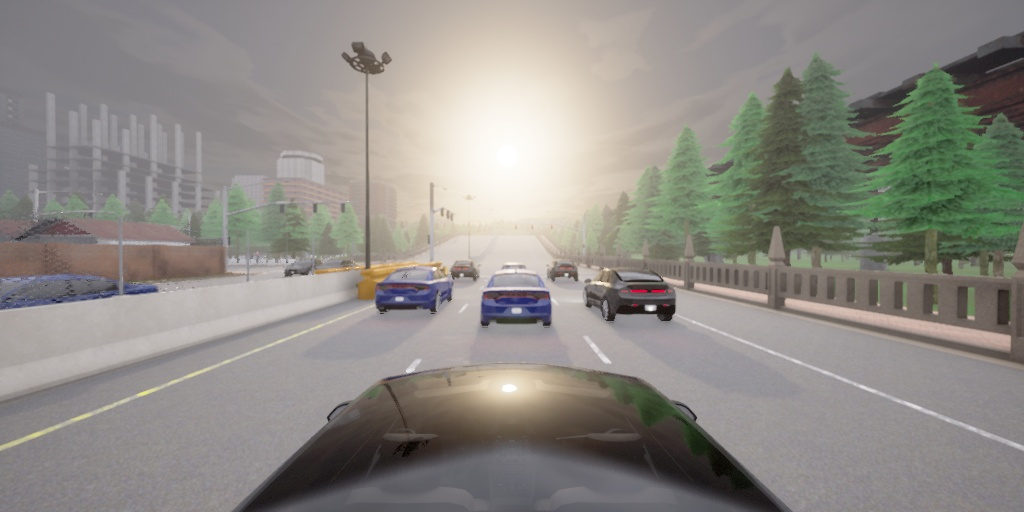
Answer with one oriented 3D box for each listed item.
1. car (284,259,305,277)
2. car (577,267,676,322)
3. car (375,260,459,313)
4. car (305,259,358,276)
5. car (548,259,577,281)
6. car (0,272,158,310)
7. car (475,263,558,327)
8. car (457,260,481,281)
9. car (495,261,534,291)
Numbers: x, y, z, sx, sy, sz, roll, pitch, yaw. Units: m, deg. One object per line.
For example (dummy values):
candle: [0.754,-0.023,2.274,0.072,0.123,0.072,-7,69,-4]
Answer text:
car: [-17.495,1.016,30.787,1.837,1.490,4.892,0,1,-3]
car: [3.606,1.147,11.737,1.837,1.490,4.892,0,-1,0]
car: [-3.394,1.110,13.294,1.882,1.535,5.008,0,1,0]
car: [-14.007,0.985,28.687,1.837,1.490,4.892,0,0,1]
car: [3.618,1.002,26.210,1.837,1.490,4.892,0,0,0]
car: [-10.597,1.168,7.714,1.882,1.535,5.008,0,1,0]
car: [0.103,1.132,11.113,1.882,1.535,5.008,0,1,0]
car: [-3.423,1.003,26.548,1.837,1.490,4.892,0,0,-1]
car: [0.113,1.097,21.459,2.033,1.411,5.357,0,1,0]
